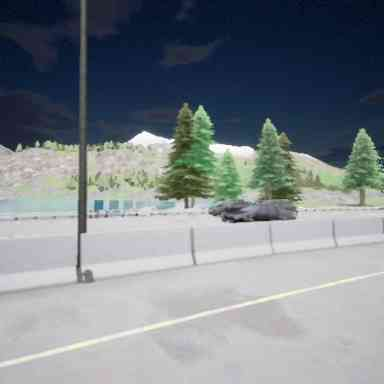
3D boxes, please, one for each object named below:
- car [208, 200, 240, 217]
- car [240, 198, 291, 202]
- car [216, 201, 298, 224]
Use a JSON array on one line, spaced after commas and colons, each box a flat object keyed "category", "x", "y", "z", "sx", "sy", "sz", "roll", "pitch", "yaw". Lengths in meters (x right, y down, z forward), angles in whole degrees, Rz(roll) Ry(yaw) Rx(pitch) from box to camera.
[{"category": "car", "x": 3.805, "y": 1.535, "z": 30.590, "sx": 4.892, "sy": 1.490, "sz": 1.837, "roll": 0, "pitch": 0, "yaw": -28}, {"category": "car", "x": 6.736, "y": 1.400, "z": 28.163, "sx": 4.553, "sy": 1.767, "sz": 2.097, "roll": 0, "pitch": 0, "yaw": -27}, {"category": "car", "x": 4.676, "y": 1.581, "z": 23.175, "sx": 5.357, "sy": 1.411, "sz": 2.033, "roll": 0, "pitch": 0, "yaw": -29}]
